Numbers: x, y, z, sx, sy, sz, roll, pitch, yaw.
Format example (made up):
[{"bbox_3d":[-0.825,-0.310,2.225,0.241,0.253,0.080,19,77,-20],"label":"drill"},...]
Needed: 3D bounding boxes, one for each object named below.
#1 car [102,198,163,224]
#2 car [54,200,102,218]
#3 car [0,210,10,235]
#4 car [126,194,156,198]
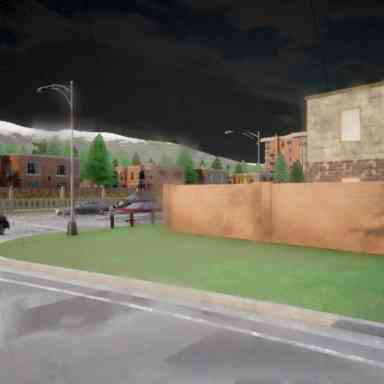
[{"bbox_3d":[-3.912,1.472,25.223,1.882,1.535,5.008,0,0,41],"label":"car"},{"bbox_3d":[-9.590,1.484,29.371,2.128,1.511,4.902,0,0,41],"label":"car"},{"bbox_3d":[-11.691,1.346,16.428,2.097,1.767,4.553,0,0,41],"label":"car"},{"bbox_3d":[-6.370,1.213,38.297,2.150,2.045,5.566,0,0,42],"label":"car"}]
